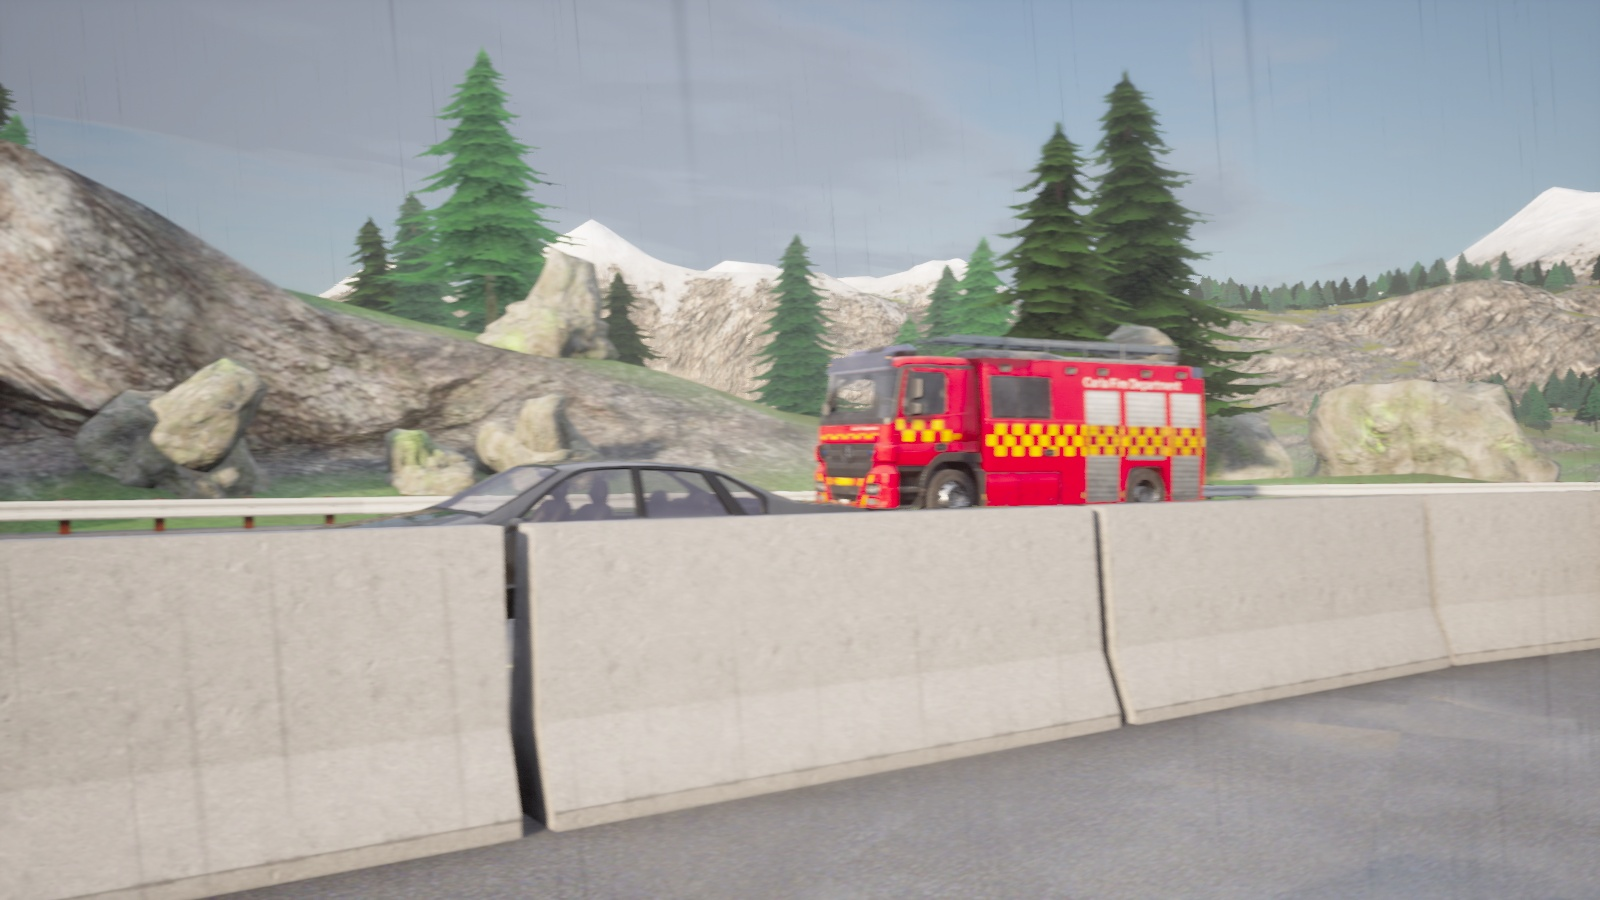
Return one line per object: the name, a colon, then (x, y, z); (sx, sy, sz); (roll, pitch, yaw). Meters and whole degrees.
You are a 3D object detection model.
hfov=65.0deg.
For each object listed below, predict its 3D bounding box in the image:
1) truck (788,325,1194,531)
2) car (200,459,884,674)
truck: (4.166, -0.413, 26.625); (8.468, 3.827, 2.891); (0, 0, -28)
car: (-2.032, 0.796, 10.733); (5.357, 1.411, 2.033); (0, 0, -34)
